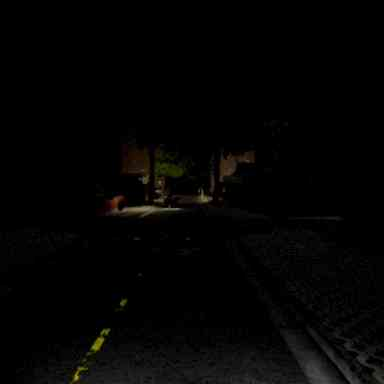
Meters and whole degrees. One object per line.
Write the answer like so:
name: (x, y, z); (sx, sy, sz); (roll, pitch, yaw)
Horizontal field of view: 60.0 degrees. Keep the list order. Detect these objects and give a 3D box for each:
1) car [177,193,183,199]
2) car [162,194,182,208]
car: (-2.746, 0.969, 68.348); (1.882, 1.535, 5.008); (0, 0, 0)
car: (-2.750, 1.326, 43.286); (2.033, 1.411, 5.357); (0, 0, 0)
